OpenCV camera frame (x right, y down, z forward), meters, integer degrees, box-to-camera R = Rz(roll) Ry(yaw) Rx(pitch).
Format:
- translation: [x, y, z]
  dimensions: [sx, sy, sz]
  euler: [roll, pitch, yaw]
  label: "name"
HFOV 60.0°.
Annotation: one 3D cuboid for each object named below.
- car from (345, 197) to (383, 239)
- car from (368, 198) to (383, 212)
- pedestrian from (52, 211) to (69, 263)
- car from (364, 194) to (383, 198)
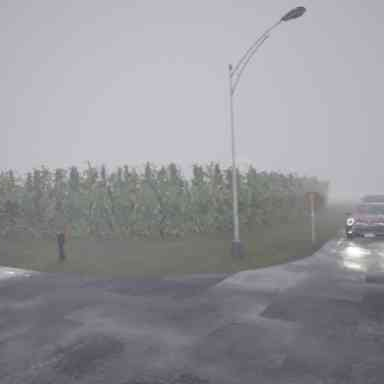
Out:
- translation: [9.058, 1.342, 16.811]
  dimensions: [2.097, 1.767, 4.553]
  euler: [-3, -1, 30]
  label: "car"
- translation: [21.391, 1.479, 38.063]
  dimensions: [1.994, 1.385, 4.181]
  euler: [-3, -1, 31]
  label: "car"
- translation: [-4.602, 1.584, 11.759]
  dimensions: [0.375, 1.860, 0.375]
  euler: [-3, -3, 30]
  label: "pedestrian"
- translation: [14.757, 1.174, 26.653]
  dimensions: [2.150, 2.045, 5.566]
  euler: [-3, -1, 30]
  label: "car"
